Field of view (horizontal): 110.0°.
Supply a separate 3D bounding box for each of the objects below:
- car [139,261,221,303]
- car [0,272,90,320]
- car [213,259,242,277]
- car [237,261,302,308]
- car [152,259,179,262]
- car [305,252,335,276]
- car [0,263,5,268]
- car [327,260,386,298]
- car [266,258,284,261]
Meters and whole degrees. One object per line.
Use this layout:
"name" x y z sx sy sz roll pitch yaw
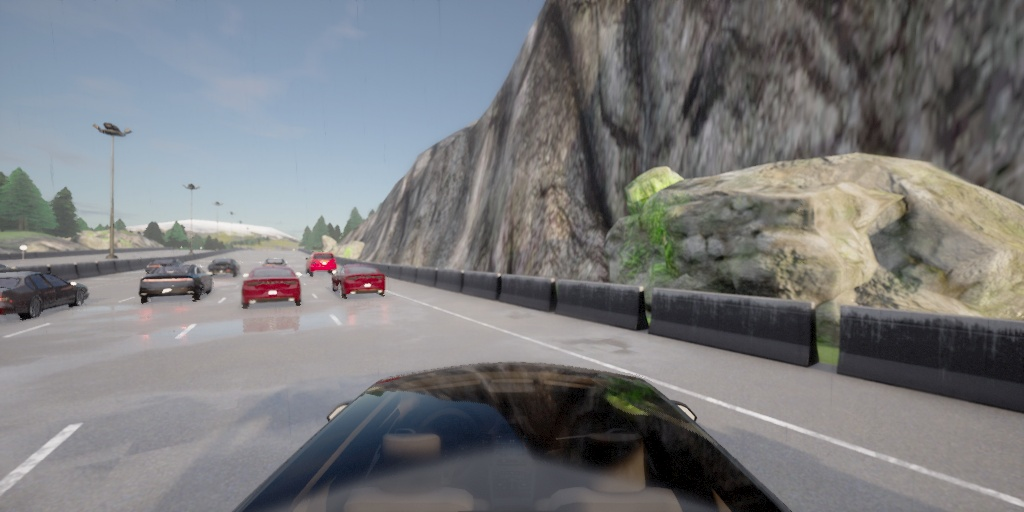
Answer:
"car" -14.914 1.149 16.115 2.128 1.511 4.902 0 0 -33
"car" -16.195 1.234 11.690 2.033 1.411 5.357 0 0 -33
"car" -24.110 0.969 30.133 1.837 1.490 4.892 0 0 -33
"car" -10.024 1.161 15.043 1.882 1.535 5.008 0 0 -33
"car" -26.971 0.961 28.114 2.128 1.511 4.902 0 0 -33
"car" -17.394 0.702 32.658 2.150 2.045 5.566 0 0 -33
"car" -37.330 0.937 24.523 2.128 1.511 4.902 0 1 -33
"car" -7.792 1.149 18.022 1.882 1.535 5.008 0 0 -33
"car" -21.126 0.955 31.966 2.128 1.511 4.902 0 1 -33
